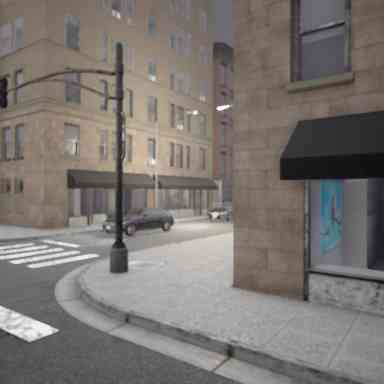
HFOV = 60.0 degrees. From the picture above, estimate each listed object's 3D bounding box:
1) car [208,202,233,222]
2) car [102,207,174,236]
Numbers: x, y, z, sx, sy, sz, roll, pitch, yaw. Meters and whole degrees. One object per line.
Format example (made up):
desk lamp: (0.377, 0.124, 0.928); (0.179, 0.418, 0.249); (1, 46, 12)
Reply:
car: (3.150, 1.620, 27.574); (2.128, 1.511, 4.902); (0, 0, 35)
car: (-2.910, 1.592, 19.036); (1.812, 1.442, 4.674); (0, 0, 37)
